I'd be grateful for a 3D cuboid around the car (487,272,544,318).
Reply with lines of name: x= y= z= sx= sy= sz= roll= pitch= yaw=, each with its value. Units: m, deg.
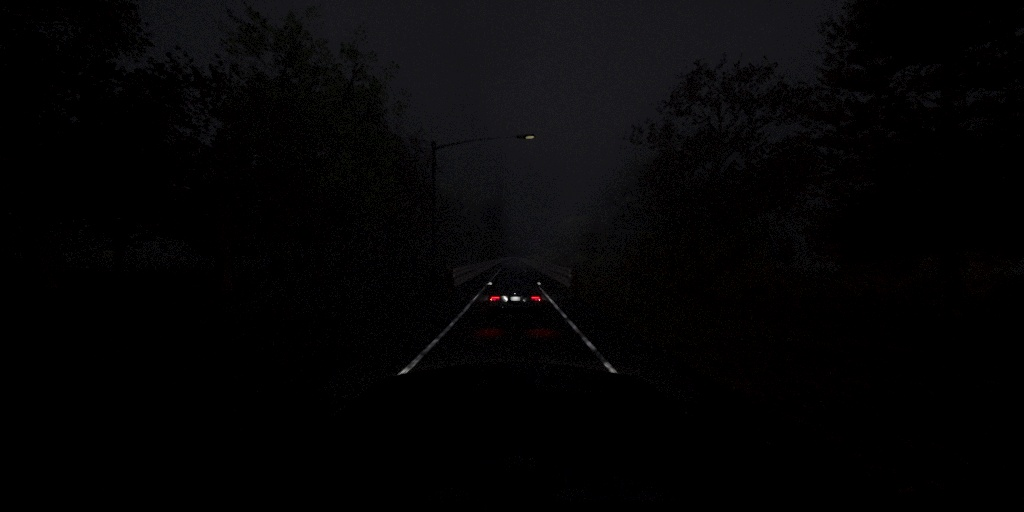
car: x=0.100 y=1.300 z=13.017 sx=2.033 sy=1.411 sz=5.357 roll=0 pitch=0 yaw=0
